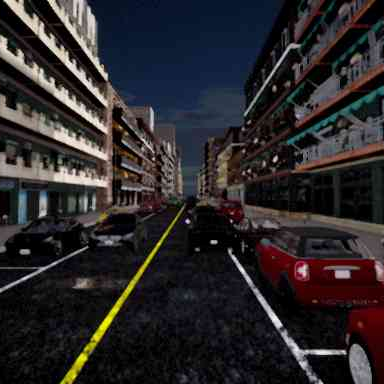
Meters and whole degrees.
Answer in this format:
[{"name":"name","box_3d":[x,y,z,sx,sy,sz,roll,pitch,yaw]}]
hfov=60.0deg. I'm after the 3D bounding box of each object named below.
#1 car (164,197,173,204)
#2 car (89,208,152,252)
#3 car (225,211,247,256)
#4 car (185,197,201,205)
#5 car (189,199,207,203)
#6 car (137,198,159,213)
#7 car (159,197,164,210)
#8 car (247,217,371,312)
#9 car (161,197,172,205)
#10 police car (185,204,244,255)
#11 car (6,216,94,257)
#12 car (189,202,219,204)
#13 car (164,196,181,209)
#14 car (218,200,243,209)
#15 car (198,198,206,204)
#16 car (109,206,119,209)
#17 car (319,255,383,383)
[{"name":"car","box_3d":[-5.722,2.139,81.157,1.967,1.590,4.097,0,0,0]},{"name":"car","box_3d":[-3.105,1.658,14.754,1.812,1.442,4.674,0,0,0]},{"name":"car","box_3d":[2.687,1.672,13.521,2.008,1.369,4.403,0,-1,0]},{"name":"car","box_3d":[-0.019,1.939,49.717,1.837,1.490,4.892,0,0,0]},{"name":"car","box_3d":[0.888,1.721,30.208,1.801,1.575,5.366,0,0,0]},{"name":"car","box_3d":[-5.706,1.805,41.704,1.967,1.590,4.097,0,0,0]},{"name":"car","box_3d":[-5.707,1.728,47.342,2.192,1.841,5.009,0,0,0]},{"name":"car","box_3d":[2.689,1.511,7.887,1.967,1.590,4.097,0,-1,0]},{"name":"car","box_3d":[-5.719,1.967,75.522,2.192,1.841,5.009,0,0,0]},{"name":"police car","box_3d":[0.750,1.552,14.125,1.930,1.638,5.238,0,-1,0]},{"name":"car","box_3d":[-5.694,1.687,13.521,1.947,1.339,4.313,0,-1,0]},{"name":"car","box_3d":[0.812,1.723,24.021,1.837,1.490,4.892,0,-1,0]},{"name":"car","box_3d":[-3.087,1.706,55.853,2.150,2.045,5.566,0,0,0]},{"name":"car","box_3d":[2.683,1.534,24.796,2.192,1.841,5.009,0,0,0]},{"name":"car","box_3d":[2.656,2.290,86.792,1.887,1.381,4.507,0,0,0]},{"name":"car","box_3d":[-5.699,1.744,24.624,1.752,1.417,4.829,0,0,0]},{"name":"car","box_3d":[2.691,1.566,2.249,1.887,1.381,4.507,0,-1,0]}]
